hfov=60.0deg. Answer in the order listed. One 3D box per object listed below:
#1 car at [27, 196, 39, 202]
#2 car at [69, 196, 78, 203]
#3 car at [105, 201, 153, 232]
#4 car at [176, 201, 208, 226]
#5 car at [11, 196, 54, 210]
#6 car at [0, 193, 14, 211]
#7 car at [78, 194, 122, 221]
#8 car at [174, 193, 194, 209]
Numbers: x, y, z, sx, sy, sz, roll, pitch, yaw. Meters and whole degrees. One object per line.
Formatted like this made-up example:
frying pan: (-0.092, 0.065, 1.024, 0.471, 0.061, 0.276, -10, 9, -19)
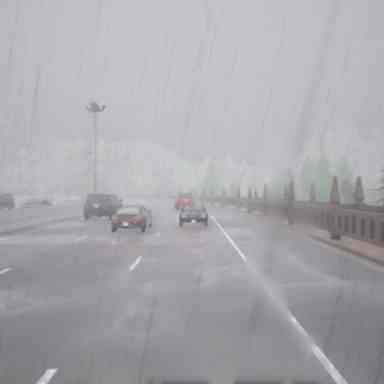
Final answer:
car: (-35.828, 1.528, 74.797, 1.994, 1.385, 4.181, 0, 0, -33)
car: (-24.764, 1.473, 70.012, 1.812, 1.442, 4.674, 0, 0, -27)
car: (-3.400, 1.465, 19.316, 1.812, 1.442, 4.674, 0, 0, 0)
car: (0.096, 1.532, 23.016, 1.895, 1.301, 4.718, 0, 0, 0)
car: (-14.322, 1.422, 30.609, 1.837, 1.490, 4.892, 0, 0, -3)
car: (-21.845, 1.134, 37.379, 2.150, 2.045, 5.566, 0, 0, -7)
car: (-6.942, 1.144, 26.592, 2.150, 2.045, 5.566, 0, 0, -1)
car: (-1.035, 1.119, 41.381, 2.150, 2.045, 5.566, 0, 0, -7)
